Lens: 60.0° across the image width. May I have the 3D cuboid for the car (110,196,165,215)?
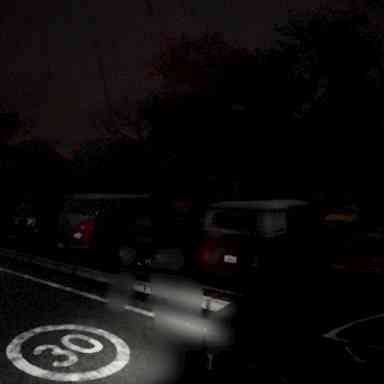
[{"bbox_3d":[-4.673,1.102,29.125,2.002,1.452,4.674,2,1,34],"label":"car"}]

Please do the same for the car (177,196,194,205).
[{"bbox_3d":[-0.071,1.066,25.985,2.185,1.767,4.553,2,1,34],"label":"car"}]

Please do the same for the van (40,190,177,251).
[{"bbox_3d":[-2.739,1.052,11.913,1.878,1.987,4.442,2,1,34],"label":"van"}]

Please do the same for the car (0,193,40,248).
[{"bbox_3d":[-5.020,1.080,13.549,2.185,1.767,4.553,2,1,34],"label":"car"}]

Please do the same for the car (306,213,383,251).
[{"bbox_3d":[4.295,1.494,7.317,2.097,1.535,5.008,2,1,34],"label":"car"}]

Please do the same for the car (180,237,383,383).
[{"bbox_3d":[2.428,1.535,2.998,4.892,1.490,1.837,2,1,34],"label":"car"}]

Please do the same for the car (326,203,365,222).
[{"bbox_3d":[9.078,1.471,19.644,1.946,1.575,5.366,2,1,34],"label":"car"}]

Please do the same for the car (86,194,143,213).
[{"bbox_3d":[-6.981,1.001,30.684,2.097,1.535,5.008,1,1,34],"label":"car"}]

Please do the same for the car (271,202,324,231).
[{"bbox_3d":[6.869,1.443,21.349,2.002,1.452,4.674,2,1,34],"label":"car"}]

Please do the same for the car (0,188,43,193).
[{"bbox_3d":[-7.307,0.886,15.161,2.435,2.045,5.566,2,1,34],"label":"car"}]

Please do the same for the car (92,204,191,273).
[{"bbox_3d":[-0.357,1.351,10.443,2.231,1.521,4.892,2,1,34],"label":"car"}]

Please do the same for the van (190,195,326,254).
[{"bbox_3d":[2.042,1.197,8.979,1.878,1.987,4.442,2,1,34],"label":"van"}]

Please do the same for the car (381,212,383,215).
[{"bbox_3d":[11.491,1.546,18.240,2.097,1.535,5.008,2,1,34],"label":"car"}]

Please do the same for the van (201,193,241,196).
[{"bbox_3d":[2.319,1.035,24.554,1.878,1.987,4.442,2,1,34],"label":"van"}]

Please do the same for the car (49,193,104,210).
[{"bbox_3d":[-11.602,0.891,33.789,2.097,1.535,5.008,1,0,34],"label":"car"}]
